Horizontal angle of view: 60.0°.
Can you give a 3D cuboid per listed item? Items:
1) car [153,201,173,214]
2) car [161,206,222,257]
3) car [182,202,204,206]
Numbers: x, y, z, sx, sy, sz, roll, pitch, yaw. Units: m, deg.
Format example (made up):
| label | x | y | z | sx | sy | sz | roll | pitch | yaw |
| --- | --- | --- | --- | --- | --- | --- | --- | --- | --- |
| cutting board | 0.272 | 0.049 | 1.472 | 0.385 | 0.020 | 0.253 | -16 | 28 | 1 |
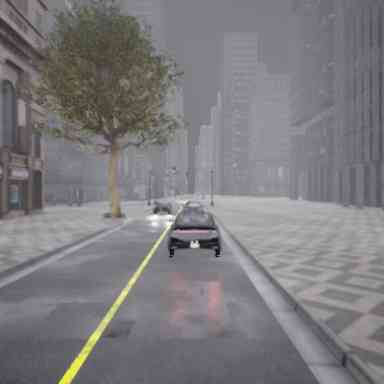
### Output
| label | x | y | z | sx | sy | sz | roll | pitch | yaw |
| --- | --- | --- | --- | --- | --- | --- | --- | --- | --- |
| car | -3.105 | 1.653 | 35.846 | 1.895 | 1.301 | 4.718 | 0 | 0 | 0 |
| car | 0.089 | 1.502 | 13.039 | 2.128 | 1.511 | 4.902 | 0 | 0 | 0 |
| car | 0.086 | 1.563 | 29.216 | 1.812 | 1.442 | 4.674 | 0 | 0 | 0 |
